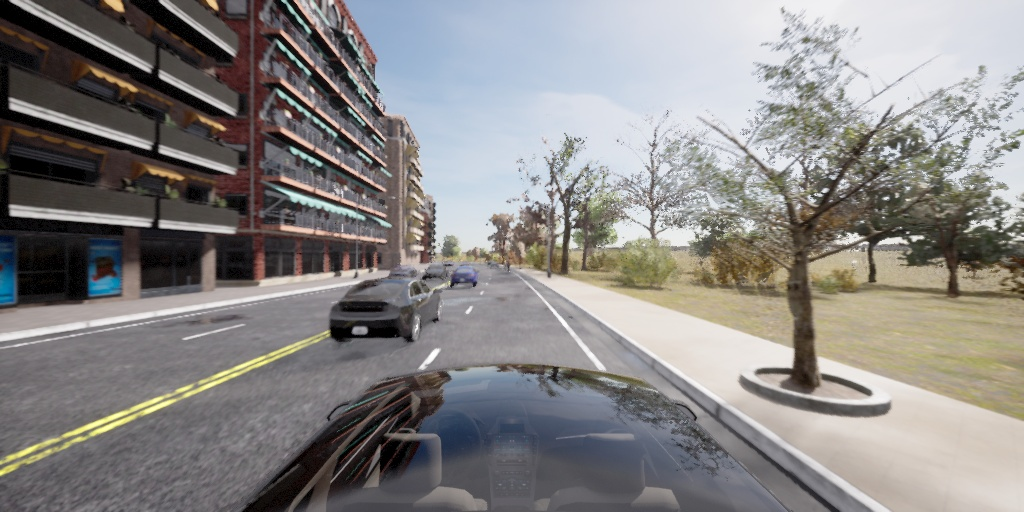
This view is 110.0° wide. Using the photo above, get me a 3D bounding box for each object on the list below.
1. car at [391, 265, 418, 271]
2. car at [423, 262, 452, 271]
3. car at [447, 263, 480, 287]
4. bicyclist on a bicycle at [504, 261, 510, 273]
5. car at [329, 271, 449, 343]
[{"bbox_3d":[-10.411,1.595,34.897,2.033,1.411,5.357,0,-1,-2],"label":"car"},{"bbox_3d":[-7.126,1.544,33.912,1.837,1.490,4.892,0,-1,-2],"label":"car"},{"bbox_3d":[-3.447,1.499,26.770,1.812,1.442,4.674,0,-1,-2],"label":"car"},{"bbox_3d":[-0.479,1.632,50.977,0.582,1.620,1.656,0,-1,-4],"label":"bicyclist on a bicycle"},{"bbox_3d":[-3.167,1.328,9.876,1.837,1.490,4.892,0,-1,0],"label":"car"}]
